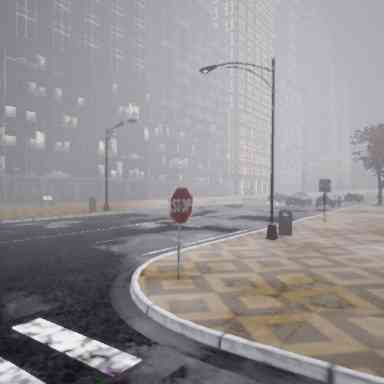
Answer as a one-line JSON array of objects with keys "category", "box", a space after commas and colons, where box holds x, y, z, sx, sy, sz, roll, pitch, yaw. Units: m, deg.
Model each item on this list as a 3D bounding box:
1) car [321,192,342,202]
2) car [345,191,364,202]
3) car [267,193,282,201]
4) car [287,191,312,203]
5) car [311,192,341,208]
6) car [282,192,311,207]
[{"category": "car", "box": [21.408, 0.693, 51.025, 1.994, 1.385, 4.181, 1, 1, 36]}, {"category": "car", "box": [24.029, 0.637, 49.102, 1.882, 1.535, 5.008, 1, 1, 36]}, {"category": "car", "box": [13.192, 0.791, 50.812, 1.895, 1.301, 4.718, 1, 1, 36]}, {"category": "car", "box": [15.831, 0.688, 48.913, 2.128, 1.511, 4.902, 1, 1, 36]}, {"category": "car", "box": [15.161, 0.924, 37.005, 1.812, 1.442, 4.674, 1, 1, 36]}, {"category": "car", "box": [12.539, 0.931, 38.926, 1.994, 1.385, 4.181, 1, 1, 36]}]
